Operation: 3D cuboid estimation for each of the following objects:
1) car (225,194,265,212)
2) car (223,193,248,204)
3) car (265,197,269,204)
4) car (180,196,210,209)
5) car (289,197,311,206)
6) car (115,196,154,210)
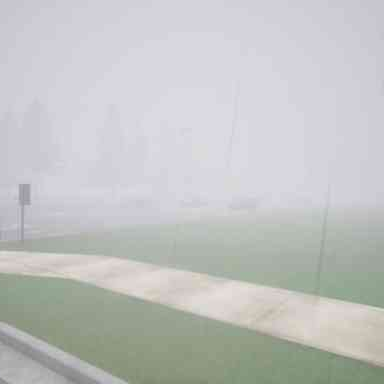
[{"bbox_3d":[5.677,1.305,36.042,1.882,1.535,5.008,1,0,36],"label":"car"},{"bbox_3d":[7.366,1.071,55.977,2.097,1.767,4.553,1,1,37],"label":"car"},{"bbox_3d":[10.952,1.311,54.925,2.033,1.411,5.357,1,0,36],"label":"car"},{"bbox_3d":[0.510,1.280,40.814,1.812,1.442,4.674,1,0,36],"label":"car"},{"bbox_3d":[16.598,1.444,50.789,2.033,1.411,5.357,1,0,36],"label":"car"},{"bbox_3d":[-6.408,1.208,37.315,2.128,1.511,4.902,1,0,36],"label":"car"}]
